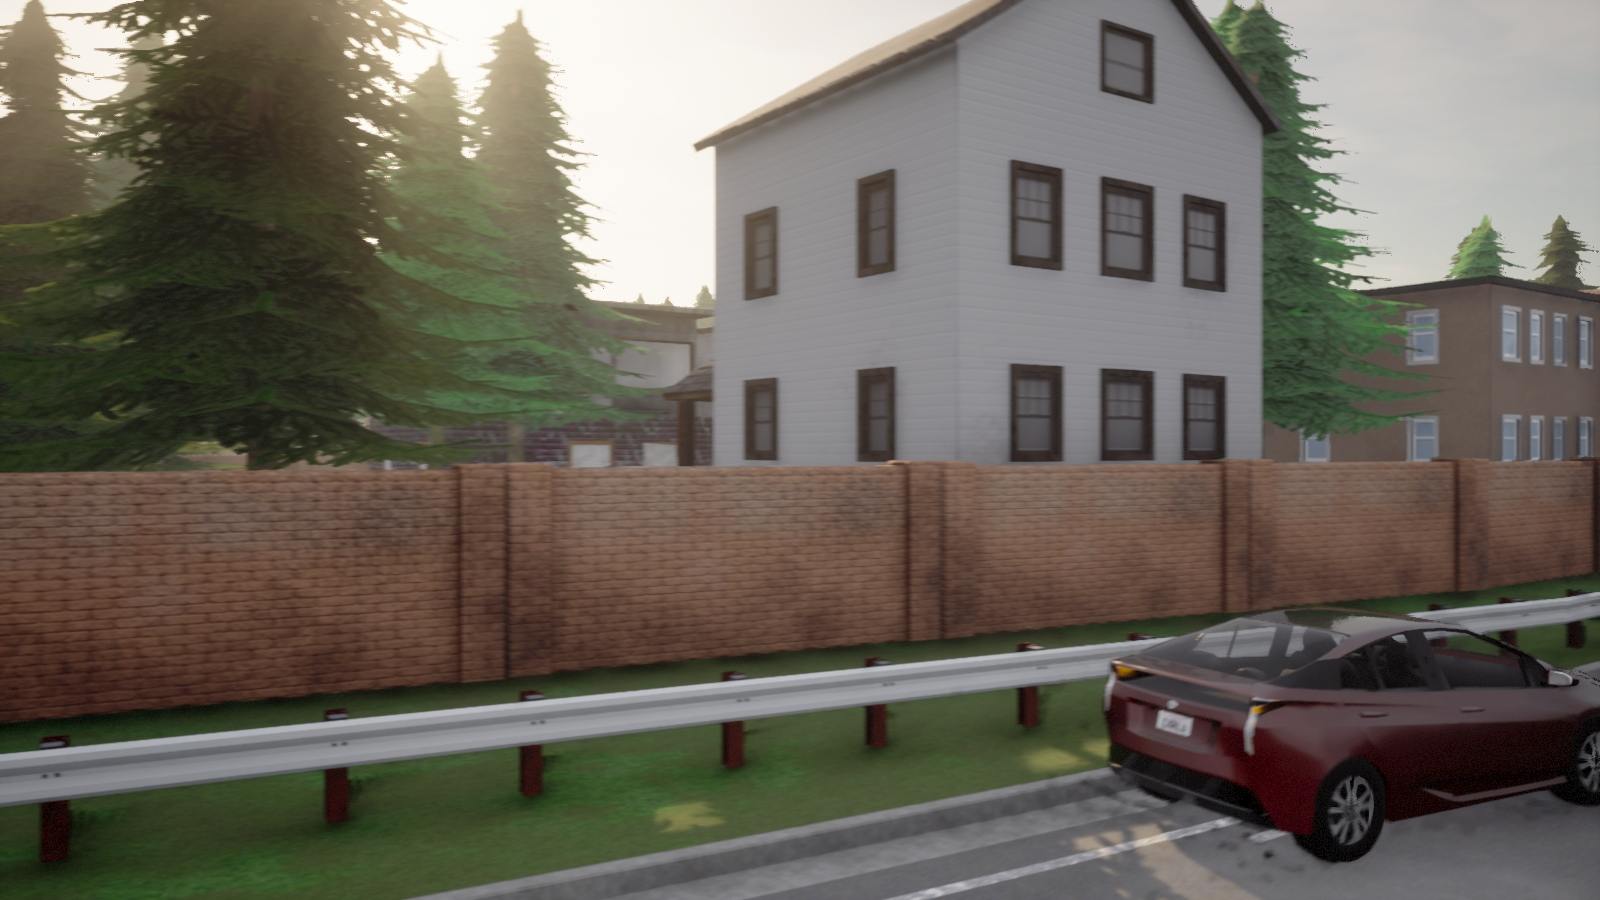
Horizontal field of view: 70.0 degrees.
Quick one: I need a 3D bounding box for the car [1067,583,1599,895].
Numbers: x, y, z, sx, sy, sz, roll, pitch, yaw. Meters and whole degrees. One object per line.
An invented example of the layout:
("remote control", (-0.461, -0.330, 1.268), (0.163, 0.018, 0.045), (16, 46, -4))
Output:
("car", (4.563, 2.040, 9.106), (4.514, 1.525, 2.007), (0, 0, -27))
